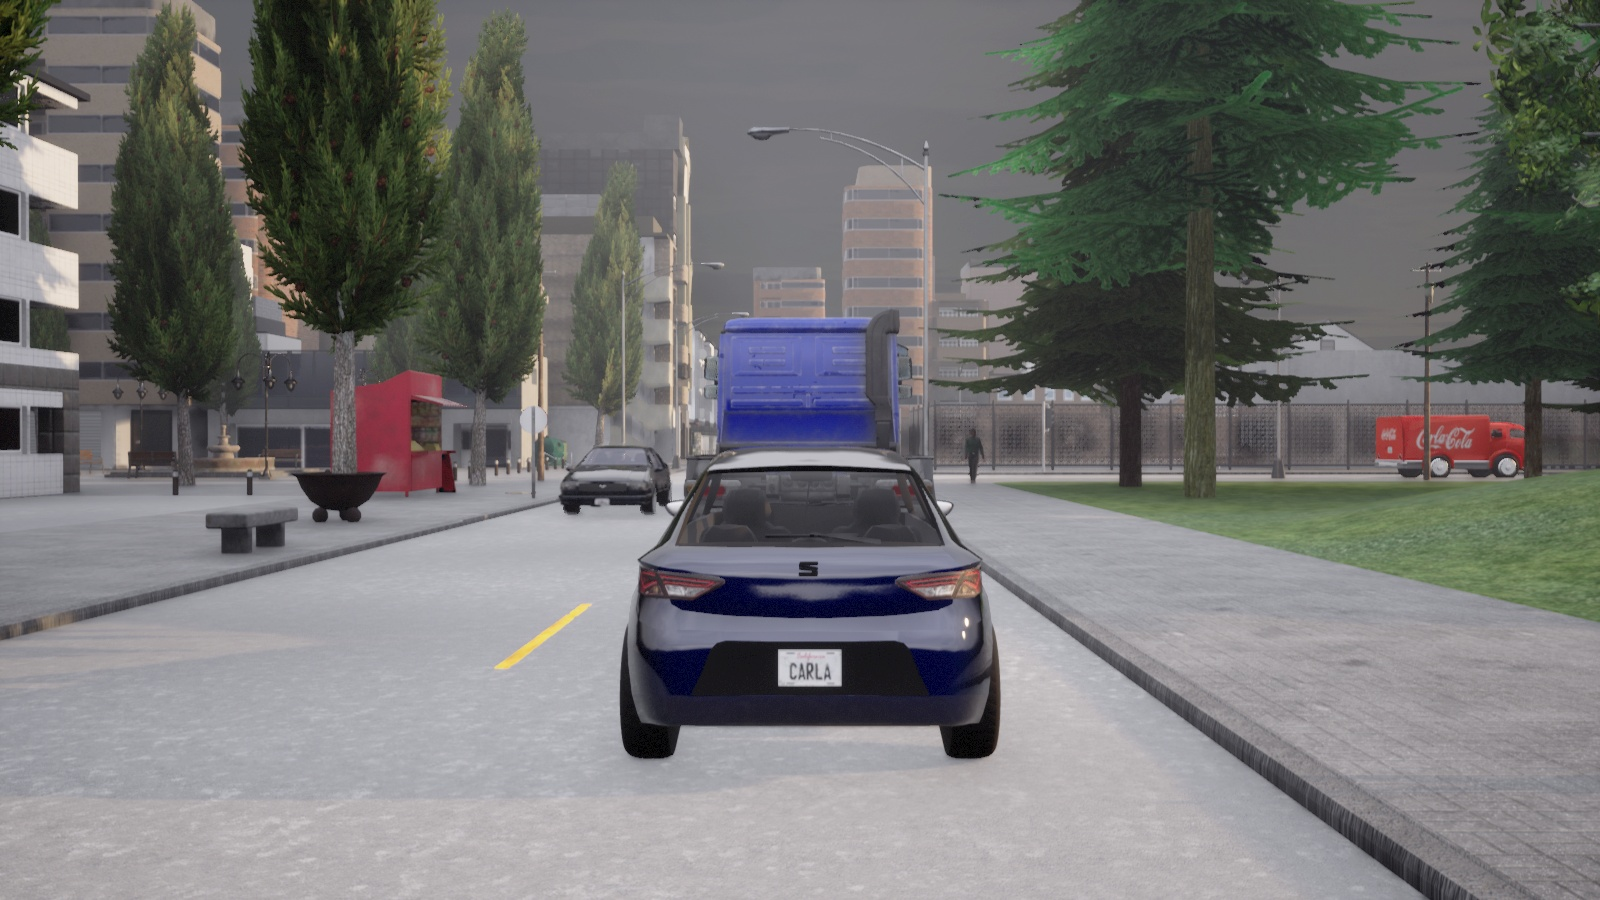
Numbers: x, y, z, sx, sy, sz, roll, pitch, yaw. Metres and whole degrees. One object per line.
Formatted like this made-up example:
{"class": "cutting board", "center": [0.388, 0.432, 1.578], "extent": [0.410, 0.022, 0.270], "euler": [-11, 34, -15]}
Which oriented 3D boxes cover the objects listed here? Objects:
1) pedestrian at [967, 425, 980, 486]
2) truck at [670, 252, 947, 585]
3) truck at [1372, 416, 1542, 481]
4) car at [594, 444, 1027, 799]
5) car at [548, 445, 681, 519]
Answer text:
{"class": "pedestrian", "center": [5.567, 0.182, 40.321], "extent": [0.423, 1.949, 0.788], "euler": [0, 0, 8]}
{"class": "truck", "center": [0.111, -0.353, 17.046], "extent": [2.891, 3.462, 7.936], "euler": [0, 0, 0]}
{"class": "truck", "center": [25.410, -0.056, 48.737], "extent": [5.204, 2.467, 2.627], "euler": [0, 0, 0]}
{"class": "car", "center": [0.054, 0.709, 7.360], "extent": [1.816, 1.474, 4.193], "euler": [0, 0, 0]}
{"class": "car", "center": [-3.846, 0.605, 26.977], "extent": [2.033, 1.411, 5.357], "euler": [0, 0, 0]}
